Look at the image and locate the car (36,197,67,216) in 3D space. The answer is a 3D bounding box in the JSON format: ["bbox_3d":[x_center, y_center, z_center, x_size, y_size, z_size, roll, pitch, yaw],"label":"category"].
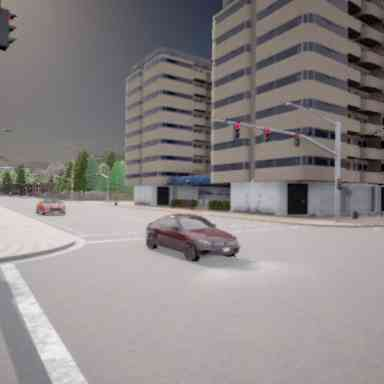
[{"bbox_3d":[-14.026,1.365,33.136,2.097,1.767,4.553,1,0,-34],"label":"car"}]

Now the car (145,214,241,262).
[{"bbox_3d":[-0.176,1.588,12.656,1.812,1.442,4.674,1,0,-34],"label":"car"}]
